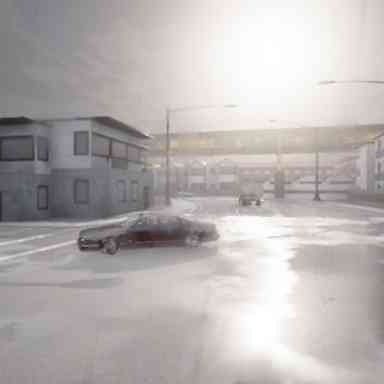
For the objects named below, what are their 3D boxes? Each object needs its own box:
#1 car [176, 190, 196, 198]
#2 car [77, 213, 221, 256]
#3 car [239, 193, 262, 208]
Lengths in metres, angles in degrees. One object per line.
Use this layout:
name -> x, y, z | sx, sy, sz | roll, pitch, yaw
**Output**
car -> -1.169, 0.409, 59.789 | 1.812, 1.442, 4.674 | 1, 0, -33
car -> -1.576, 1.529, 12.832 | 5.357, 1.411, 2.033 | 0, 1, -21
car -> 6.227, 0.879, 35.825 | 2.128, 1.511, 4.902 | 1, 2, 1
